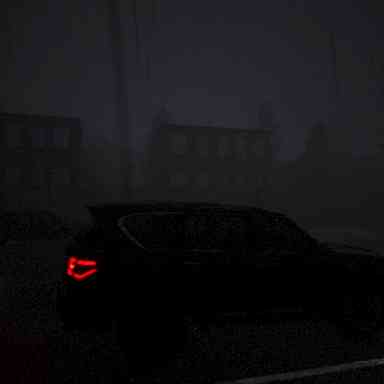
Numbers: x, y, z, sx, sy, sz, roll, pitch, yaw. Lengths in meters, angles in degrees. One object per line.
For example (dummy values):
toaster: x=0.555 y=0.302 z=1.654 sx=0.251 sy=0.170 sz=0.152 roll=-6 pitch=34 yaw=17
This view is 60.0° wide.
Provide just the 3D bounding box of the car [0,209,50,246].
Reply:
car: x=-6.702 y=1.477 z=14.499 sx=5.357 sy=1.411 sz=2.033 roll=1 pitch=0 yaw=-16

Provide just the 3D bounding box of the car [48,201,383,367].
car: x=0.715 y=1.220 z=5.670 sx=5.566 sy=2.045 sz=2.150 roll=2 pitch=0 yaw=-16
